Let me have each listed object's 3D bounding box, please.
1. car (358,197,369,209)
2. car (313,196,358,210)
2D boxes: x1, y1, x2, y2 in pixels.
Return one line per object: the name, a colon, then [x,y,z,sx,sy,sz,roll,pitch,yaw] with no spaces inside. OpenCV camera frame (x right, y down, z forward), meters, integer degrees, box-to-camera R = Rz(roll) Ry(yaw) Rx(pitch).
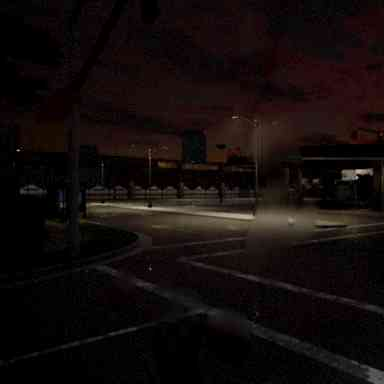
car: [21.289,1.445,44.245,1.970,1.475,3.806,0,0,-35]
car: [17.021,1.286,40.323,2.242,1.667,4.611,0,0,-35]
